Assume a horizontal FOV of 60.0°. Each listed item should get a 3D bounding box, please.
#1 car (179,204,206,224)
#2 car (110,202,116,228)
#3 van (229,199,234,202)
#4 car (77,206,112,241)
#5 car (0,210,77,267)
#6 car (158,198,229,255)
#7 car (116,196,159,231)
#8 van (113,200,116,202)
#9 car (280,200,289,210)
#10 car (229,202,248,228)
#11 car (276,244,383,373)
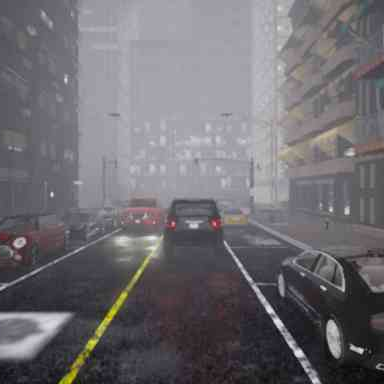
[{"bbox_3d":[0.065,1.678,26.416,1.994,1.385,4.181,0,0,0],"label":"car"},{"bbox_3d":[-5.701,1.648,22.505,2.008,1.369,4.403,-1,0,0],"label":"car"},{"bbox_3d":[2.676,1.463,28.079,1.690,1.788,3.998,-1,0,0],"label":"van"},{"bbox_3d":[-5.701,1.639,16.902,1.947,1.339,4.313,-1,0,0],"label":"car"},{"bbox_3d":[-5.702,1.489,11.302,1.967,1.590,4.097,-1,0,0],"label":"car"},{"bbox_3d":[0.070,1.273,13.639,2.150,2.045,5.566,0,-1,0],"label":"car"},{"bbox_3d":[-3.085,1.314,21.693,2.150,2.045,5.566,0,0,0],"label":"car"},{"bbox_3d":[-5.704,1.463,28.107,1.690,1.788,3.998,-1,0,0],"label":"van"},{"bbox_3d":[15.236,1.552,47.410,5.009,1.841,2.192,0,0,0],"label":"car"},{"bbox_3d":[2.679,1.623,22.647,1.752,1.417,4.829,-1,0,0],"label":"car"},{"bbox_3d":[2.680,1.576,5.671,2.008,1.369,4.403,-1,0,0],"label":"car"}]
